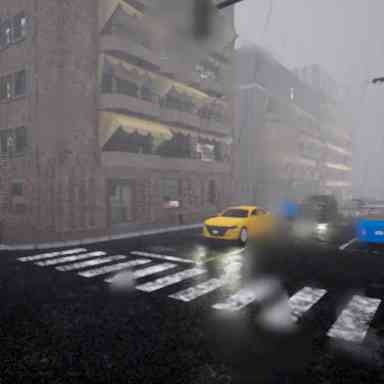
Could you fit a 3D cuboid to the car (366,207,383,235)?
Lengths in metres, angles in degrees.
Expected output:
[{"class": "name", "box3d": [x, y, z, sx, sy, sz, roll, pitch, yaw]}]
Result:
[{"class": "car", "box3d": [11.402, 1.593, 19.021, 1.947, 1.339, 4.313, -1, -1, 35]}]

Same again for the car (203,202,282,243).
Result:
[{"class": "car", "box3d": [2.446, 1.449, 16.333, 1.882, 1.535, 5.008, 1, 0, 35]}]

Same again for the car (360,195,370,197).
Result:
[{"class": "car", "box3d": [30.254, 1.600, 59.936, 1.802, 1.307, 4.206, -1, -1, 35]}]

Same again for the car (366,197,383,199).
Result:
[{"class": "car", "box3d": [20.793, 1.596, 36.616, 1.994, 1.385, 4.181, 1, 0, 35]}]

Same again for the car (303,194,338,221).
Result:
[{"class": "car", "box3d": [10.584, 1.213, 27.773, 2.150, 2.045, 5.566, 1, 0, 35]}]

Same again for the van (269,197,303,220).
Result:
[{"class": "van", "box3d": [7.777, 1.309, 28.332, 1.690, 1.788, 3.998, -1, -1, 35]}]

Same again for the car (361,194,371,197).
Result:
[{"class": "car", "box3d": [33.462, 1.340, 64.453, 2.192, 1.841, 5.009, -1, 0, 35]}]

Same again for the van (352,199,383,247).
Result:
[{"class": "van", "box3d": [8.327, 1.362, 14.408, 1.690, 1.788, 3.998, -1, -1, 35]}]

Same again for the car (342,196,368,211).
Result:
[{"class": "car", "box3d": [20.176, 1.537, 41.161, 1.812, 1.442, 4.674, 1, 0, 36]}]
